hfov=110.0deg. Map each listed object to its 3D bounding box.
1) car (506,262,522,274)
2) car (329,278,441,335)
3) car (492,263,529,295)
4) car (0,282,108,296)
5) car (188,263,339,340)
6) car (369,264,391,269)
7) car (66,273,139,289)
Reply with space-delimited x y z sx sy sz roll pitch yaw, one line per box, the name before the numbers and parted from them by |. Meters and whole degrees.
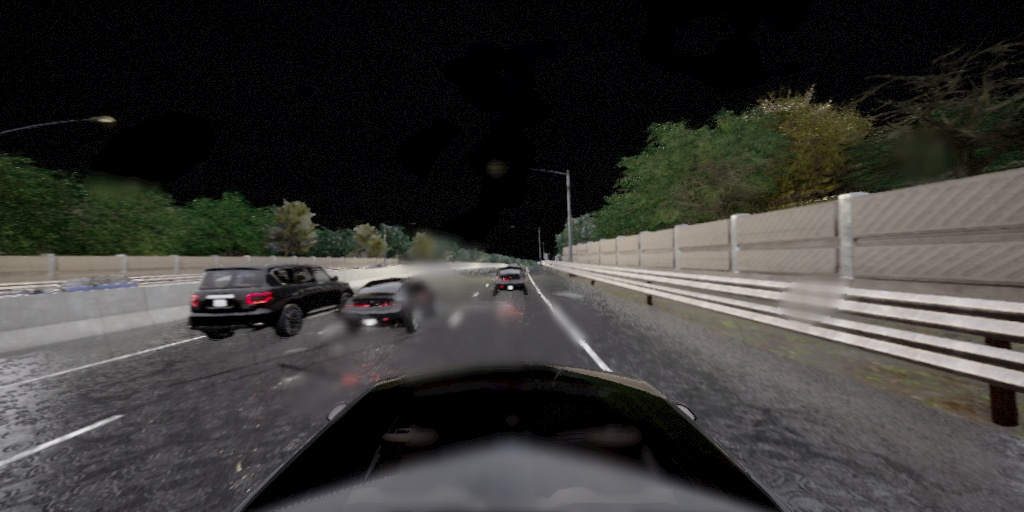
car | 0.274 1.559 47.456 1.994 1.385 4.181 -2 0 2
car | -3.546 1.422 11.363 1.837 1.490 4.892 -2 0 0
car | -0.070 1.369 20.816 1.837 1.490 4.892 -2 0 1
car | -21.242 2.071 15.507 1.895 1.301 4.718 -2 0 0
car | -7.056 1.243 11.339 2.150 2.045 5.566 -2 0 0
car | -20.436 2.283 57.601 2.033 1.411 5.357 -2 -1 2
car | -24.726 1.957 20.893 2.097 1.767 4.553 -2 0 0
